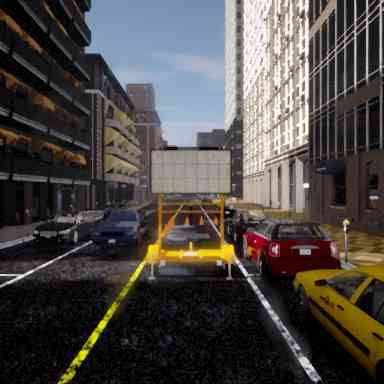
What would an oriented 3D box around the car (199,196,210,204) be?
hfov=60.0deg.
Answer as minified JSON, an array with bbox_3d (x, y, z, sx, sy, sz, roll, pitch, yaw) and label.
[{"bbox_3d":[2.506,1.576,66.263,2.008,1.369,4.403,0,0,0],"label":"car"}]

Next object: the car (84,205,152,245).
[{"bbox_3d":[-3.142,1.547,15.720,2.033,1.411,5.357,0,0,0],"label":"car"}]

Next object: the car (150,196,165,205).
[{"bbox_3d":[-5.842,1.457,54.943,1.967,1.590,4.097,0,0,0],"label":"car"}]

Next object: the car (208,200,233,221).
[{"bbox_3d":[2.617,1.568,26.724,1.947,1.339,4.313,0,0,0],"label":"car"}]

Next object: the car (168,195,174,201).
[{"bbox_3d":[-5.936,1.599,88.834,2.008,1.369,4.403,0,0,0],"label":"car"}]

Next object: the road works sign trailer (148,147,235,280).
[{"bbox_3d":[-0.027,0.464,9.929,2.380,3.560,2.880,0,0,0],"label":"road works sign trailer"}]

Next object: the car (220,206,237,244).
[{"bbox_3d":[2.647,1.550,15.427,2.008,1.369,4.403,0,0,0],"label":"car"}]

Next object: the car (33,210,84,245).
[{"bbox_3d":[-5.733,1.550,15.403,2.008,1.369,4.403,0,0,0],"label":"car"}]

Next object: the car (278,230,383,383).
[{"bbox_3d":[2.678,1.525,4.300,1.752,1.417,4.829,0,0,0],"label":"car"}]

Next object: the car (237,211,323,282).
[{"bbox_3d":[2.663,1.440,9.777,1.967,1.590,4.097,0,0,0],"label":"car"}]

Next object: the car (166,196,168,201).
[{"bbox_3d":[-5.858,1.603,60.591,1.802,1.307,4.206,0,0,0],"label":"car"}]

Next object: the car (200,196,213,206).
[{"bbox_3d":[2.538,1.562,54.966,1.887,1.381,4.507,0,0,0],"label":"car"}]

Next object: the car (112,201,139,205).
[{"bbox_3d":[-5.765,1.568,26.700,1.947,1.339,4.313,0,0,0],"label":"car"}]

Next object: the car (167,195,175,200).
[{"bbox_3d":[-5.951,1.605,94.482,2.008,1.369,4.403,0,0,0],"label":"car"}]

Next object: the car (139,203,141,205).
[{"bbox_3d":[-5.780,1.529,32.179,1.752,1.417,4.829,0,0,0],"label":"car"}]
